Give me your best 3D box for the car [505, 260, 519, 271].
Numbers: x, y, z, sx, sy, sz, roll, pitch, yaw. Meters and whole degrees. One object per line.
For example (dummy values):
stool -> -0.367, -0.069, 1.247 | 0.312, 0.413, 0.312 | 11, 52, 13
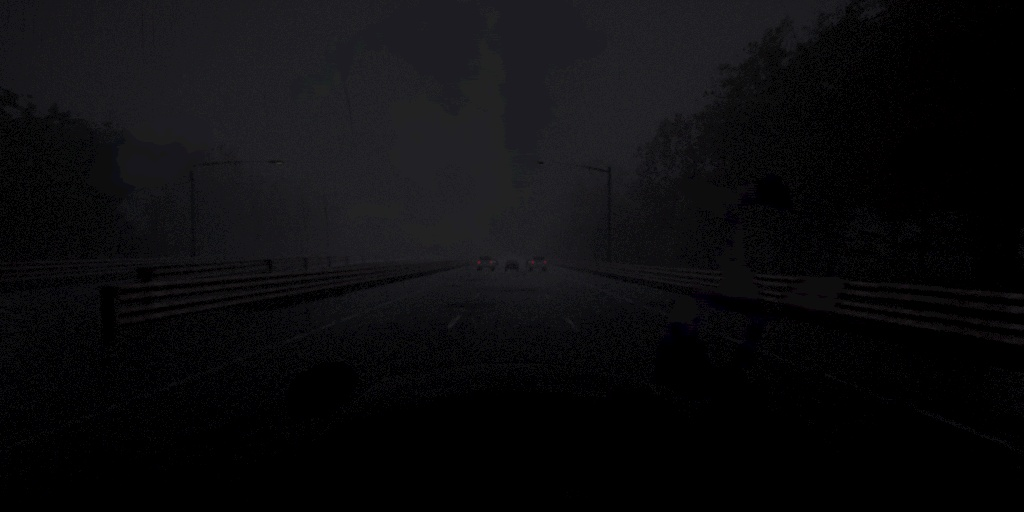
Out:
car -> -0.004, 1.216, 49.366 | 1.882, 1.535, 5.008 | 0, 0, 0

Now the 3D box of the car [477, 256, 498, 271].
car -> -3.506, 0.960, 49.137 | 2.150, 2.045, 5.566 | 0, 0, 0

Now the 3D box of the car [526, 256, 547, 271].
car -> 3.493, 0.961, 49.138 | 2.150, 2.045, 5.566 | 0, 0, 0
